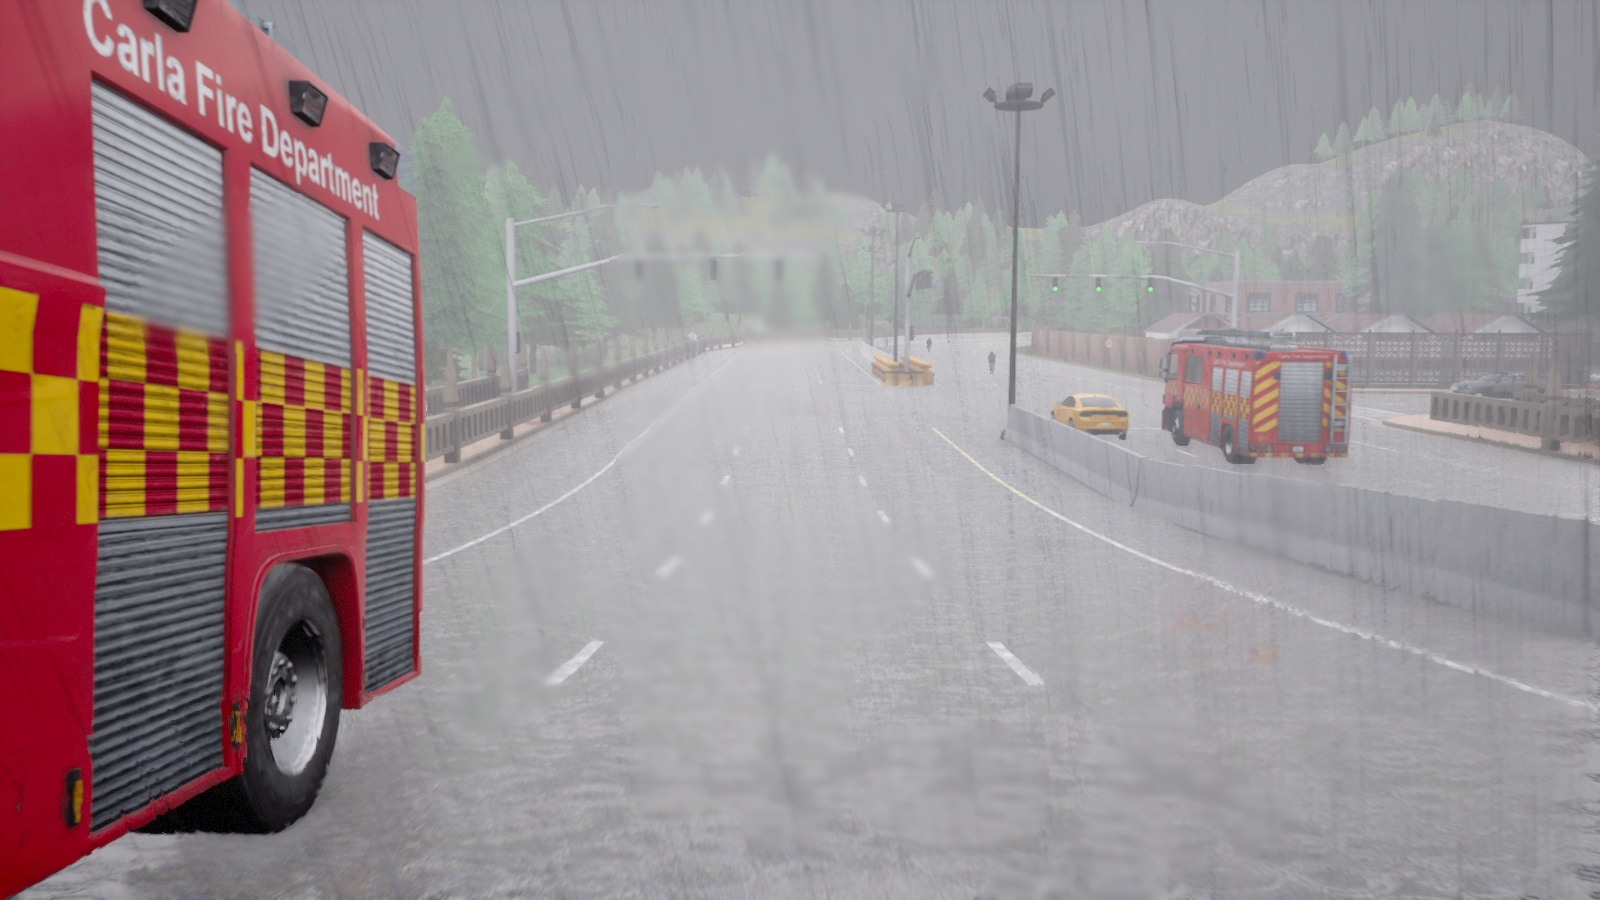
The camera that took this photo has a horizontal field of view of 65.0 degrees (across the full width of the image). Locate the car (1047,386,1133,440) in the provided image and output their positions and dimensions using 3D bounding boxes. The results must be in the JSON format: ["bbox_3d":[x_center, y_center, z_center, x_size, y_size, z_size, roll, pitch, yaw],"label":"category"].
[{"bbox_3d":[10.282,-1.372,44.898,1.882,1.535,5.008,0,6,0],"label":"car"}]

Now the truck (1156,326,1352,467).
[{"bbox_3d":[13.825,-1.907,39.201,2.891,3.827,8.468,0,6,0],"label":"truck"}]

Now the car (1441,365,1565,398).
[{"bbox_3d":[34.960,-3.440,62.585,4.902,1.511,2.128,0,6,1],"label":"car"}]

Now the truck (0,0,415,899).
[{"bbox_3d":[-3.510,-0.283,2.522,2.891,3.827,8.468,0,-1,0],"label":"truck"}]
